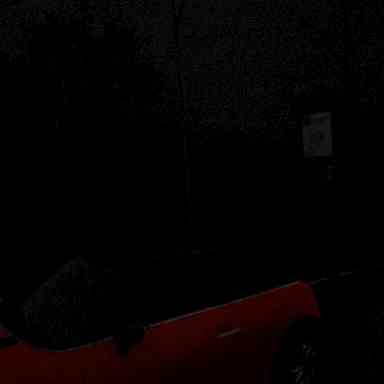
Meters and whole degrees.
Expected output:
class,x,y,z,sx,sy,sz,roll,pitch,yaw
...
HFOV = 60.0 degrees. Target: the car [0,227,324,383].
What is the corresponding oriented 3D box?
class,x,y,z,sx,sy,sz,roll,pitch,yaw
car,-0.683,1.345,3.504,4.553,1.767,2.097,0,0,-35
